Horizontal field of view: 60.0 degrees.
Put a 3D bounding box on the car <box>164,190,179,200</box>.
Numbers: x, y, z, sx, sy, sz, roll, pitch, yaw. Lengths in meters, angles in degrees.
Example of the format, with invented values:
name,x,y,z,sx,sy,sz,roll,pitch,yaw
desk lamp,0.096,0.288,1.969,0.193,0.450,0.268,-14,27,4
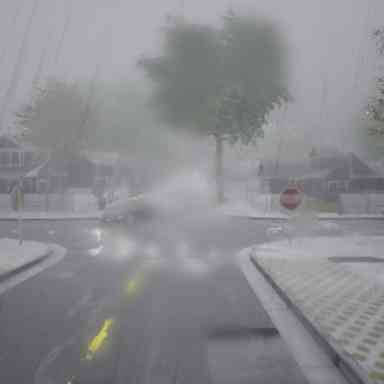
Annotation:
name,x,y,z,sx,sy,sz,roll,pitch,yaw
car,-2.763,0.357,45.529,1.994,1.385,4.181,0,2,0

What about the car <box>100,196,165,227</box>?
name,x,y,z,sx,sy,sz,roll,pitch,yaw
car,-3.715,1.253,20.571,1.837,1.490,4.892,2,3,21
